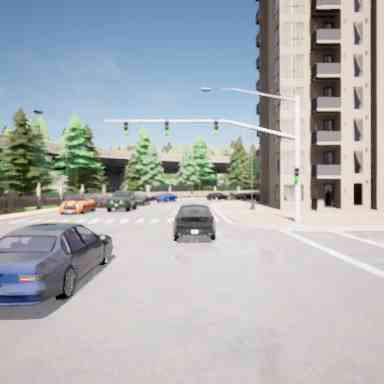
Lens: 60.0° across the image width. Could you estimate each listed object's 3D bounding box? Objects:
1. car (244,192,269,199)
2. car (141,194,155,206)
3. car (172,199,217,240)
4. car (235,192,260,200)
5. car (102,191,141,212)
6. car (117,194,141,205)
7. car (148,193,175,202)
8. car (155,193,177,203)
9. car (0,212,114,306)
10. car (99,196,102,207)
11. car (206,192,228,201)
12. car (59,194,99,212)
[{"bbox_3d":[13.016,0.674,67.054,4.674,1.442,1.812,-1,1,-24],"label":"car"},{"bbox_3d":[-6.778,1.037,43.904,2.128,1.511,4.902,0,1,6],"label":"car"},{"bbox_3d":[0.112,1.328,15.950,1.837,1.490,4.892,0,1,0],"label":"car"},{"bbox_3d":[10.050,0.727,61.063,4.902,1.511,2.128,-1,1,-37],"label":"car"},{"bbox_3d":[-7.034,0.878,33.892,2.150,2.045,5.566,0,1,1],"label":"car"},{"bbox_3d":[-9.321,1.029,49.519,1.812,1.442,4.674,0,1,12],"label":"car"},{"bbox_3d":[-5.371,0.918,59.107,2.033,1.411,5.357,0,1,30],"label":"car"},{"bbox_3d":[-4.058,0.893,54.029,1.882,1.535,5.008,0,1,21],"label":"car"},{"bbox_3d":[-3.393,1.483,8.134,2.033,1.411,5.357,0,1,0],"label":"car"},{"bbox_3d":[-10.432,1.184,39.561,1.994,1.385,4.181,0,1,1],"label":"car"},{"bbox_3d":[4.692,0.781,60.921,1.837,1.490,4.892,0,1,43],"label":"car"},{"bbox_3d":[-10.555,1.067,30.919,2.097,1.767,4.553,0,1,0],"label":"car"}]
